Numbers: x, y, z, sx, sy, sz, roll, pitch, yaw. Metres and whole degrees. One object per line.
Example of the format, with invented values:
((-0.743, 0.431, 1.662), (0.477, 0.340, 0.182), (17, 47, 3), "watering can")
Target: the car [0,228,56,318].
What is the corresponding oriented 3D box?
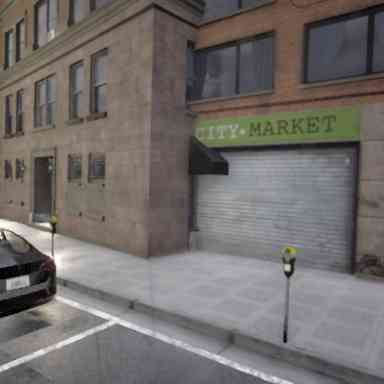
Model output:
((-4.272, 1.327, 6.190), (4.313, 1.339, 1.947), (2, 2, 36), "car")
